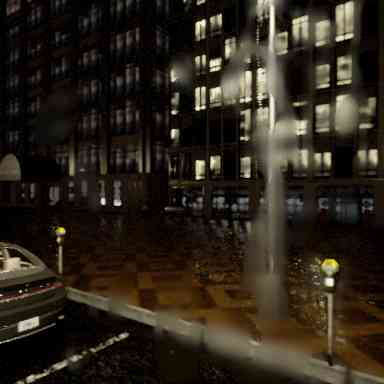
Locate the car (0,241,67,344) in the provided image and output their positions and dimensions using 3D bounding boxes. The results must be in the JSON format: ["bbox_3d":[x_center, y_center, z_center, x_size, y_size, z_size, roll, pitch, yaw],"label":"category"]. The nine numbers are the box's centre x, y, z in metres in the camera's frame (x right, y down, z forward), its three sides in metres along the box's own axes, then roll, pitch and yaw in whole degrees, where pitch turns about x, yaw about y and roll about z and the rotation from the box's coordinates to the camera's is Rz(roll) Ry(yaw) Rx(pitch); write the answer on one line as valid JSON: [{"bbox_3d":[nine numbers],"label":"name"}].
[{"bbox_3d":[-3.939,1.504,5.694,4.403,1.369,2.008,1,0,36],"label":"car"}]
